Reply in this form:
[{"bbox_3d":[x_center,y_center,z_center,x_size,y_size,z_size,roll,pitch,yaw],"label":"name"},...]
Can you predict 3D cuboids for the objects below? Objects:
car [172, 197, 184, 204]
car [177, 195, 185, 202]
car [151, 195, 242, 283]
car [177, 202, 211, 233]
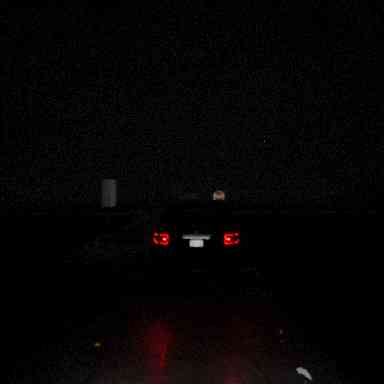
[{"bbox_3d":[-2.656,1.614,63.625,1.994,1.385,4.181,0,0,1],"label":"car"},{"bbox_3d":[-2.591,1.542,78.481,1.882,1.535,5.008,0,0,0],"label":"car"},{"bbox_3d":[0.110,1.222,9.869,2.150,2.045,5.566,0,0,0],"label":"car"},{"bbox_3d":[0.124,1.485,20.654,1.882,1.535,5.008,0,0,1],"label":"car"}]
